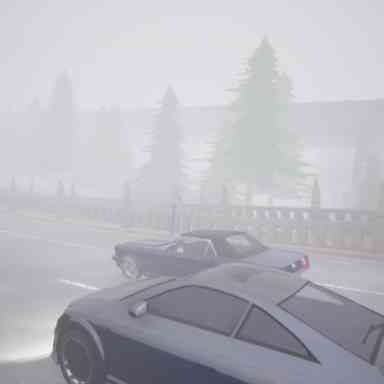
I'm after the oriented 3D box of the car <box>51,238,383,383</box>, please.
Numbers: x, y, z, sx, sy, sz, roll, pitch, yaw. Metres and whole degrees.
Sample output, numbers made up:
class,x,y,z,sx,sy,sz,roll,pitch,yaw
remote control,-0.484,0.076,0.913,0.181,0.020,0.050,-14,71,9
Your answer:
class,x,y,z,sx,sy,sz,roll,pitch,yaw
car,0.296,1.554,3.782,4.181,1.385,1.994,0,0,36

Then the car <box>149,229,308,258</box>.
class,x,y,z,sx,sy,sz,roll,pitch,yaw
car,0.225,1.578,8.132,4.718,1.301,1.895,0,0,36
